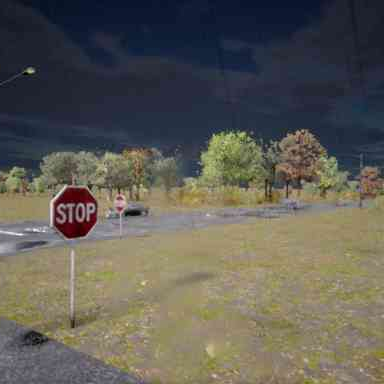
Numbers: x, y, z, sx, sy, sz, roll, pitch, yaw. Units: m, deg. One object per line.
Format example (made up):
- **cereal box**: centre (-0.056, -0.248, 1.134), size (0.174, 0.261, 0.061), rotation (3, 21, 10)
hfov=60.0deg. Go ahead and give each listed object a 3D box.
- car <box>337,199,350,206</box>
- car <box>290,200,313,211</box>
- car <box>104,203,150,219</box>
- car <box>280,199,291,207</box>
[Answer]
- **car**: centre (35.328, 2.607, 77.628), size (1.994, 1.385, 4.181), rotation (1, 0, 36)
- **car**: centre (17.927, 2.274, 53.564), size (1.994, 1.385, 4.181), rotation (1, 0, 36)
- **car**: centre (-6.211, 1.806, 32.129), size (2.128, 1.511, 4.902), rotation (1, 1, 36)
- **car**: centre (19.577, 2.253, 67.788), size (1.882, 1.535, 5.008), rotation (1, 0, 36)
